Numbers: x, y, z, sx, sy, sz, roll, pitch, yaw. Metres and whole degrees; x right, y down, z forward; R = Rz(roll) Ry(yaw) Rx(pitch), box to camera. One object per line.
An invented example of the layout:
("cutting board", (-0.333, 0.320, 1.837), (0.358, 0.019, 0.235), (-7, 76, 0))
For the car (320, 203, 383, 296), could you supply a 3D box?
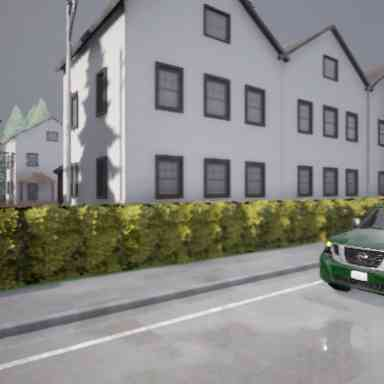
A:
("car", (5.387, 1.218, 7.838), (5.566, 2.045, 2.150), (0, 0, -36))
